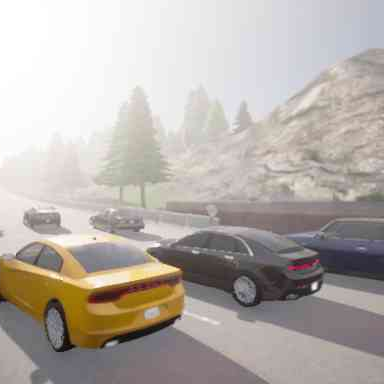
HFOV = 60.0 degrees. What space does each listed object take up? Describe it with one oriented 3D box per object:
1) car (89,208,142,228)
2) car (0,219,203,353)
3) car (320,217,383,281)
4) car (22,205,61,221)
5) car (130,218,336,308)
[{"bbox_3d":[-4.819,1.734,20.898,2.033,1.411,5.357,1,0,-34],"label":"car"},{"bbox_3d":[-2.312,1.546,6.434,5.008,1.535,1.882,0,-1,45],"label":"car"},{"bbox_3d":[4.520,1.505,9.498,4.553,1.767,2.097,0,-1,42],"label":"car"},{"bbox_3d":[-10.440,1.624,22.958,2.128,1.511,4.902,1,0,-34],"label":"car"},{"bbox_3d":[0.709,1.620,8.337,4.892,1.490,1.837,0,0,44],"label":"car"}]
